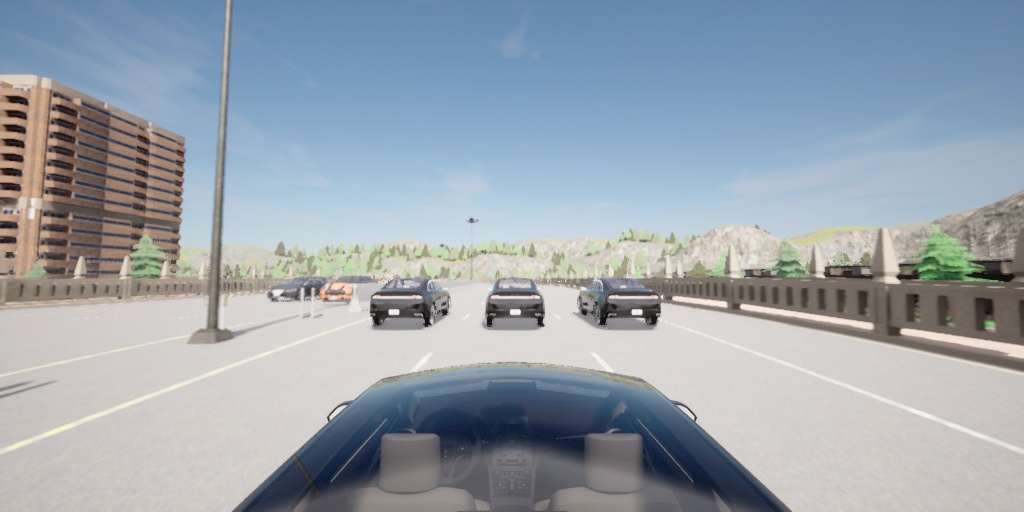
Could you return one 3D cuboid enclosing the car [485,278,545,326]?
[{"bbox_3d":[0.100,1.523,12.757,2.128,1.511,4.902,0,-3,0],"label":"car"}]

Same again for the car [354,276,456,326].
[{"bbox_3d":[-3.400,1.524,12.766,2.128,1.511,4.902,0,-3,0],"label":"car"}]

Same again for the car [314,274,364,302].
[{"bbox_3d":[-10.597,2.038,23.617,2.097,1.767,4.553,0,-4,0],"label":"car"}]

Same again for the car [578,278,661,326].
[{"bbox_3d":[3.600,1.523,12.751,2.128,1.511,4.902,0,-3,0],"label":"car"}]

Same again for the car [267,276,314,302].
[{"bbox_3d":[-14.097,2.201,23.983,2.128,1.511,4.902,0,-4,0],"label":"car"}]
